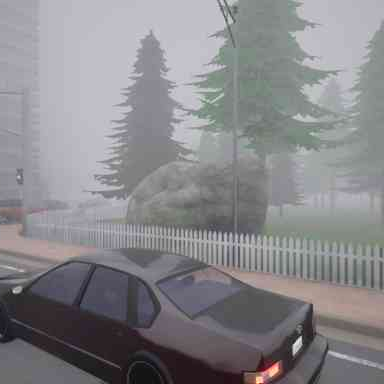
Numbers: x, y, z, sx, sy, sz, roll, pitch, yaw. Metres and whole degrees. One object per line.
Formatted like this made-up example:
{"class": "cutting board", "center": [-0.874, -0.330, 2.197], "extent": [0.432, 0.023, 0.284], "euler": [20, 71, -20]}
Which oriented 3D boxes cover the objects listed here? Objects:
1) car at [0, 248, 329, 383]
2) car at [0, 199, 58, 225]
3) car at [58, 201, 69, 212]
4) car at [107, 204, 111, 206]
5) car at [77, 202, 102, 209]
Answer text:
{"class": "car", "center": [-1.015, 1.547, 4.712], "extent": [5.357, 1.411, 2.033], "euler": [0, 0, 35]}
{"class": "car", "center": [-12.431, 1.294, 23.798], "extent": [2.097, 1.767, 4.553], "euler": [0, 0, 30]}
{"class": "car", "center": [-15.235, 1.492, 34.907], "extent": [2.033, 1.411, 5.357], "euler": [0, 0, 17]}
{"class": "car", "center": [-14.325, 1.297, 54.186], "extent": [2.097, 1.767, 4.553], "euler": [0, 0, -12]}
{"class": "car", "center": [-13.573, 1.545, 44.400], "extent": [1.895, 1.301, 4.718], "euler": [0, 0, 3]}
